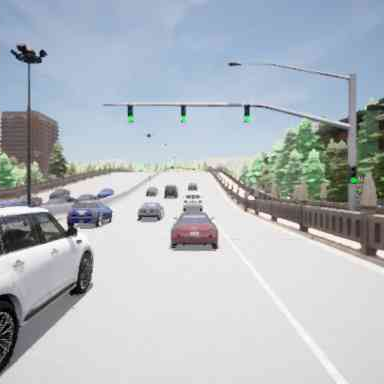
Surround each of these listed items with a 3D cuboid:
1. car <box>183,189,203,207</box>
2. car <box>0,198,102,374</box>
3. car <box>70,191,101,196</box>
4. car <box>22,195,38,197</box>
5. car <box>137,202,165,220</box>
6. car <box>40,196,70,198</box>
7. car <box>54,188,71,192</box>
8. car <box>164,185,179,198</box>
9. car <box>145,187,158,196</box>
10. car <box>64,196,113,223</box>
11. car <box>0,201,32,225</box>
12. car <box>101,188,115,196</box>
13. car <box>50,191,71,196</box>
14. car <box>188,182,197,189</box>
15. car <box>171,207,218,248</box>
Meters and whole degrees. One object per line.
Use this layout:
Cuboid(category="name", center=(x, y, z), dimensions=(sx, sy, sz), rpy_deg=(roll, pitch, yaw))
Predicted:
Cuboid(category="car", center=(0.103, 1.048, 38.304), dimensions=(2.150, 2.045, 5.566), rpy_deg=(0, 2, 0))
Cuboid(category="car", center=(-3.400, 1.228, 5.590), dimensions=(2.150, 2.045, 5.566), rpy_deg=(0, 0, 0))
Cuboid(category="car", center=(-13.980, 0.999, 44.010), dimensions=(1.882, 1.535, 5.008), rpy_deg=(0, 4, 0))
Cuboid(category="car", center=(-20.987, 1.156, 42.649), dimensions=(2.033, 1.411, 5.357), rpy_deg=(0, 3, 0))
Cuboid(category="car", center=(-3.403, 1.567, 28.187), dimensions=(2.033, 1.411, 5.357), rpy_deg=(0, 0, 0))
Cuboid(category="car", center=(-14.027, 1.485, 34.140), dimensions=(1.812, 1.442, 4.674), rpy_deg=(0, 1, 0))
Cuboid(category="car", center=(-20.931, 0.247, 52.989), dimensions=(1.882, 1.535, 5.008), rpy_deg=(0, 6, 0))
Cuboid(category="car", center=(-3.419, -0.225, 54.897), dimensions=(2.150, 2.045, 5.566), rpy_deg=(0, 7, 0))
Cuboid(category="car", center=(-6.907, -0.181, 57.367), dimensions=(2.033, 1.411, 5.357), rpy_deg=(0, 7, 0))
Cuboid(category="car", center=(-6.903, 1.371, 22.956), dimensions=(2.097, 1.767, 4.553), rpy_deg=(0, 0, 0))
Cuboid(category="car", center=(-14.070, 1.498, 24.832), dimensions=(1.882, 1.535, 5.008), rpy_deg=(0, 0, 0))
Cuboid(category="car", center=(-13.925, 0.121, 54.138), dimensions=(1.882, 1.535, 5.008), rpy_deg=(0, 6, 0))
Cuboid(category="car", center=(-17.475, 1.060, 44.958), dimensions=(1.895, 1.301, 4.718), rpy_deg=(0, 4, 0))
Cuboid(category="car", center=(0.135, -1.204, 65.080), dimensions=(2.128, 1.511, 4.902), rpy_deg=(0, 7, 0))
Cuboid(category="car", center=(0.099, 1.580, 14.968), dimensions=(1.994, 1.385, 4.181), rpy_deg=(0, 0, 0))
